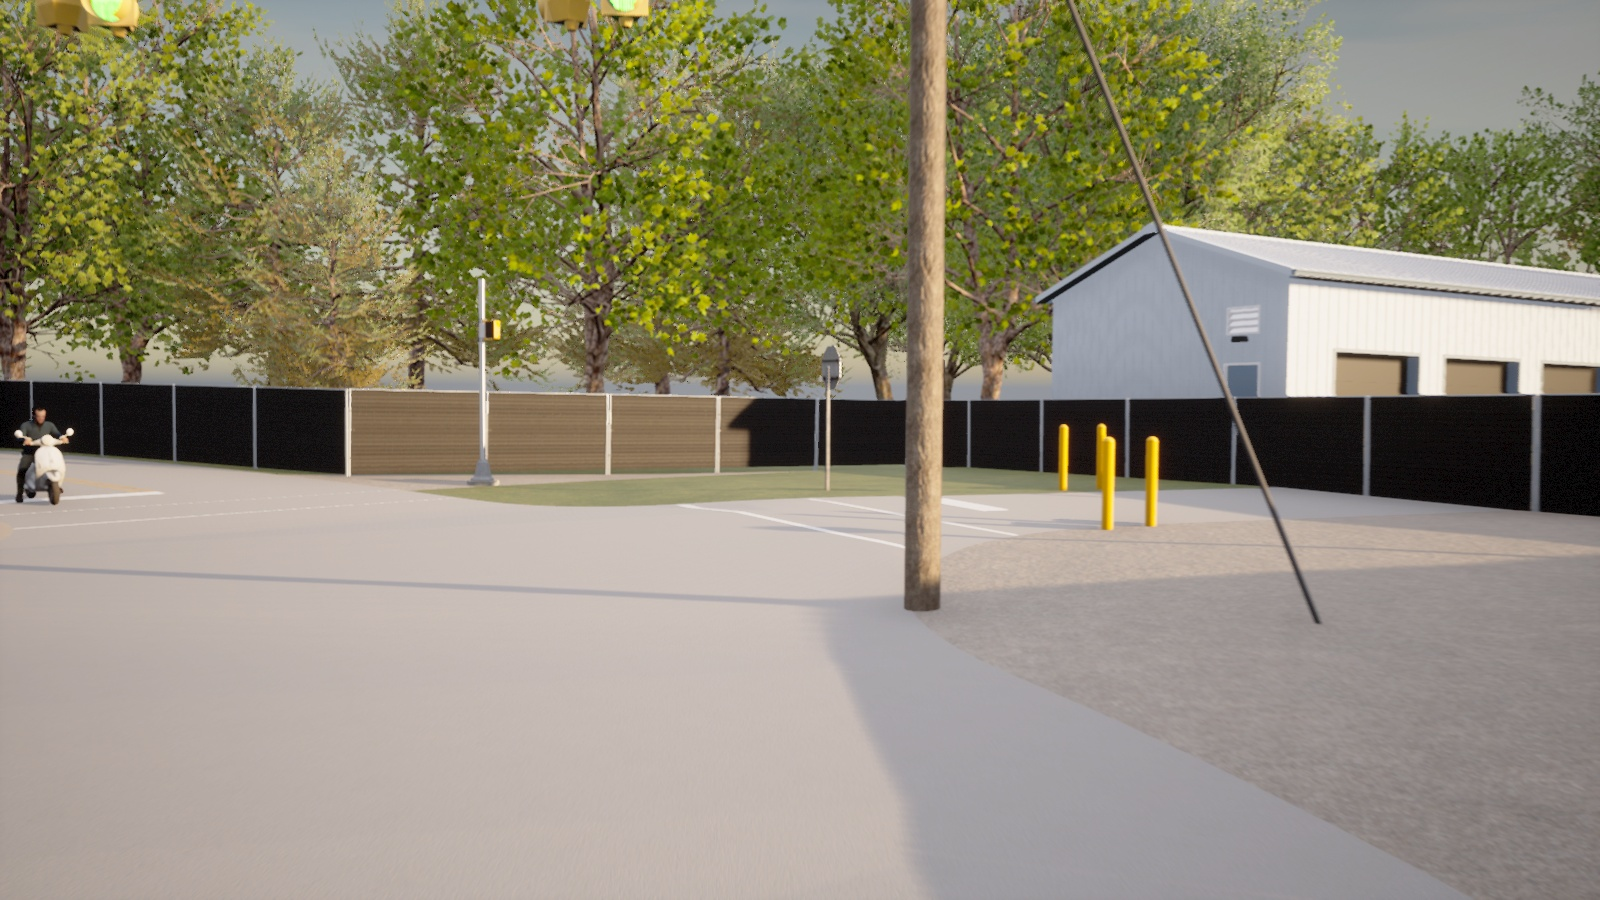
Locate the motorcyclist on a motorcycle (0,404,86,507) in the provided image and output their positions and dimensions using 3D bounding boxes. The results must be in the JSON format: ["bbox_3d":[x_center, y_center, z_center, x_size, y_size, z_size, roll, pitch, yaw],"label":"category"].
[{"bbox_3d":[-12.794,0.054,21.123,1.817,1.590,0.866,5,5,44],"label":"motorcyclist on a motorcycle"}]
